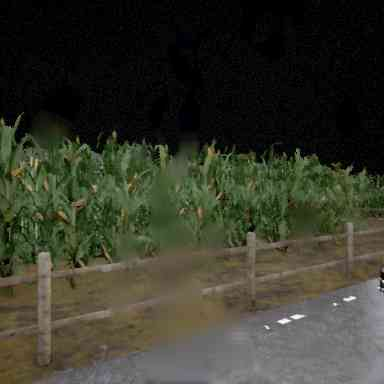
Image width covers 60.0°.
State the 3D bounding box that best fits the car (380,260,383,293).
[{"bbox_3d":[6.060,1.502,7.405,4.902,1.511,2.128,0,0,-36],"label":"car"}]
